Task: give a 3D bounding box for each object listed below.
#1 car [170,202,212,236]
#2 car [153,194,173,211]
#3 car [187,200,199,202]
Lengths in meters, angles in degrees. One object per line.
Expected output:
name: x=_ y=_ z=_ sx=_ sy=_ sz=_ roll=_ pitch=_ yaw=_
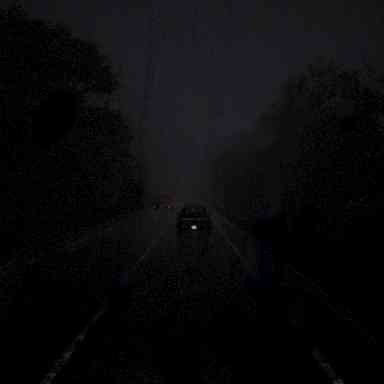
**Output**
car: x=0.105 y=1.583 z=19.218 sx=2.128 sy=1.511 sz=4.902 roll=0 pitch=0 yaw=0
car: x=-3.583 y=1.337 z=42.483 sx=2.150 sy=2.045 sz=5.566 roll=0 pitch=0 yaw=0
car: x=0.108 y=1.591 z=36.780 sx=1.882 sy=1.535 sz=5.008 roll=0 pitch=0 yaw=0
